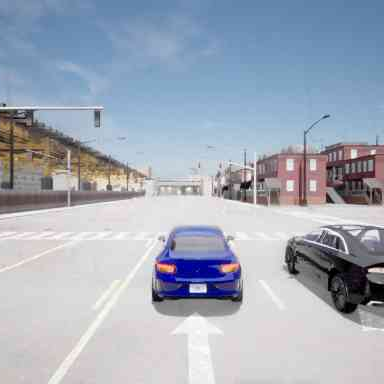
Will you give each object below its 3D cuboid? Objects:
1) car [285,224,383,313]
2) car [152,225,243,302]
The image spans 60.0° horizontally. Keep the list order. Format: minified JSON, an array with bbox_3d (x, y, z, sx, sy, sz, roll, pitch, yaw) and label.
[{"bbox_3d":[3.609,1.492,7.650,2.128,1.511,4.902,0,0,-1],"label":"car"},{"bbox_3d":[0.106,1.526,8.142,1.812,1.442,4.674,0,0,0],"label":"car"}]
